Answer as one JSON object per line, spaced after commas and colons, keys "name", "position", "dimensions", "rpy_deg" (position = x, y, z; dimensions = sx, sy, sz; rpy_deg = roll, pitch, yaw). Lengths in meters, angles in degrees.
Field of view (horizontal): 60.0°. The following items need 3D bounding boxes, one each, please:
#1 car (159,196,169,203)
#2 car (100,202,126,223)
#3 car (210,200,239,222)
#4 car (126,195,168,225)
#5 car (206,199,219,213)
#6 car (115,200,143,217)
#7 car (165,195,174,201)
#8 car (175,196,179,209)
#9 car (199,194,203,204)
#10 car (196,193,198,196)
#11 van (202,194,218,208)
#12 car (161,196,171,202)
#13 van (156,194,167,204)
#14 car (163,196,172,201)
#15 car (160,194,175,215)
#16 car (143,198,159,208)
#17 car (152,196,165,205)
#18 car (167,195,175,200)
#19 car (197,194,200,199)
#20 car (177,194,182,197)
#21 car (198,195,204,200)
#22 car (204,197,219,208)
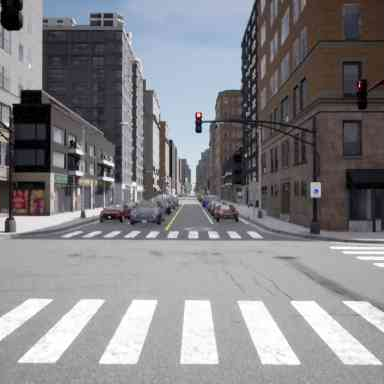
{"name": "car", "position": [-5.973, 1.608, 71.365], "dimensions": [1.802, 1.307, 4.206], "rpy_deg": [1, 0, 0]}
{"name": "car", "position": [-5.894, 1.550, 25.982], "dimensions": [1.887, 1.381, 4.507], "rpy_deg": [1, 0, 0]}
{"name": "car", "position": [2.631, 1.587, 25.988], "dimensions": [1.802, 1.307, 4.206], "rpy_deg": [1, 0, 0]}
{"name": "car", "position": [-3.138, 1.357, 24.079], "dimensions": [2.097, 1.767, 4.553], "rpy_deg": [0, 0, 0]}
{"name": "car", "position": [2.621, 1.589, 31.661], "dimensions": [1.802, 1.307, 4.206], "rpy_deg": [1, 0, 0]}
{"name": "car", "position": [-5.904, 1.552, 31.655], "dimensions": [1.887, 1.381, 4.507], "rpy_deg": [1, 0, 0]}
{"name": "car", "position": [-6.003, 1.602, 88.384], "dimensions": [1.947, 1.339, 4.313], "rpy_deg": [1, 0, 0]}
{"name": "car", "position": [-3.159, 1.575, 43.844], "dimensions": [1.994, 1.385, 4.181], "rpy_deg": [0, 0, 1]}
{"name": "car", "position": [2.595, 1.329, 48.681], "dimensions": [2.192, 1.841, 5.009], "rpy_deg": [1, 0, 0]}
{"name": "car", "position": [2.535, 1.348, 82.722], "dimensions": [2.192, 1.841, 5.009], "rpy_deg": [1, 0, 0]}
{"name": "van", "position": [2.604, 1.352, 43.008], "dimensions": [1.690, 1.788, 3.998], "rpy_deg": [1, 0, 0]}
{"name": "car", "position": [-5.983, 1.580, 77.038], "dimensions": [2.008, 1.369, 4.403], "rpy_deg": [1, 0, 0]}
{"name": "van", "position": [-5.961, 1.364, 65.692], "dimensions": [1.690, 1.788, 3.998], "rpy_deg": [1, 0, 0]}
{"name": "car", "position": [-5.993, 1.599, 82.711], "dimensions": [1.947, 1.339, 4.313], "rpy_deg": [1, 0, 0]}
{"name": "car", "position": [-3.156, 1.360, 33.900], "dimensions": [2.097, 1.767, 4.553], "rpy_deg": [0, 0, 0]}
{"name": "car", "position": [-5.934, 1.595, 48.674], "dimensions": [1.802, 1.307, 4.206], "rpy_deg": [1, 0, 0]}
{"name": "car", "position": [-5.952, 1.460, 60.019], "dimensions": [1.967, 1.590, 4.097], "rpy_deg": [1, 0, 0]}
{"name": "car", "position": [-6.012, 1.583, 94.056], "dimensions": [1.887, 1.381, 4.507], "rpy_deg": [1, 0, 0]}
{"name": "car", "position": [2.552, 1.592, 71.374], "dimensions": [1.947, 1.339, 4.313], "rpy_deg": [1, 0, 0]}
{"name": "car", "position": [-3.146, 1.508, 54.077], "dimensions": [2.128, 1.511, 4.902], "rpy_deg": [0, 0, 0]}
{"name": "car", "position": [2.514, 1.564, 94.238], "dimensions": [1.752, 1.417, 4.829], "rpy_deg": [1, 0, 0]}
{"name": "car", "position": [2.611, 1.591, 37.335], "dimensions": [1.802, 1.307, 4.206], "rpy_deg": [1, 0, 0]}
